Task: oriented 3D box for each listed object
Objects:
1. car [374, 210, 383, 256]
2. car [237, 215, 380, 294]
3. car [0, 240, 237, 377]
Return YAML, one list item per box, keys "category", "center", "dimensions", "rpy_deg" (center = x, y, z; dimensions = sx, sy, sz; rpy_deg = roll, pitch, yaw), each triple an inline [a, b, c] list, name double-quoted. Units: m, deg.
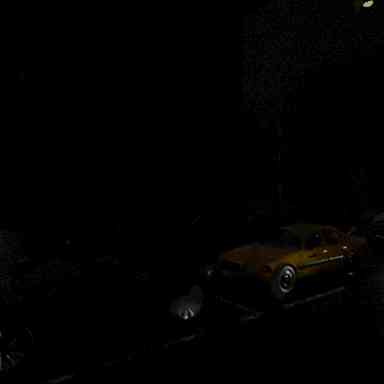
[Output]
- category: "car"
  center: [7.278, 1.330, 11.868]
  dimensions: [4.097, 1.590, 1.967]
  rpy_deg: [-1, 0, -36]
- category: "car"
  center: [2.720, 1.464, 8.604]
  dimensions: [4.829, 1.417, 1.752]
  rpy_deg: [-1, 0, -36]
- category: "car"
  center: [-1.562, 1.550, 5.537]
  dimensions: [4.313, 1.339, 1.947]
  rpy_deg: [-1, 0, -36]
